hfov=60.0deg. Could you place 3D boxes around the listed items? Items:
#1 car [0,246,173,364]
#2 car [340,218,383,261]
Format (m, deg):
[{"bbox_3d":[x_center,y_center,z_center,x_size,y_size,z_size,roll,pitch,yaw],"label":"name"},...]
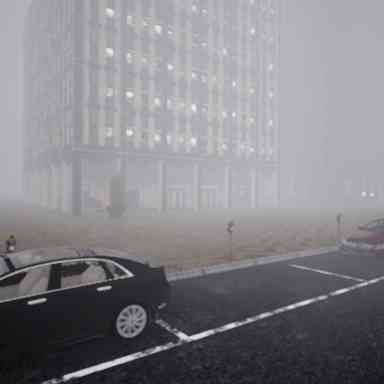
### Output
[{"bbox_3d":[-2.371,1.550,4.861,4.403,1.369,2.008,0,1,-36],"label":"car"},{"bbox_3d":[6.814,1.573,11.418,4.206,1.307,1.802,0,1,-36],"label":"car"}]
